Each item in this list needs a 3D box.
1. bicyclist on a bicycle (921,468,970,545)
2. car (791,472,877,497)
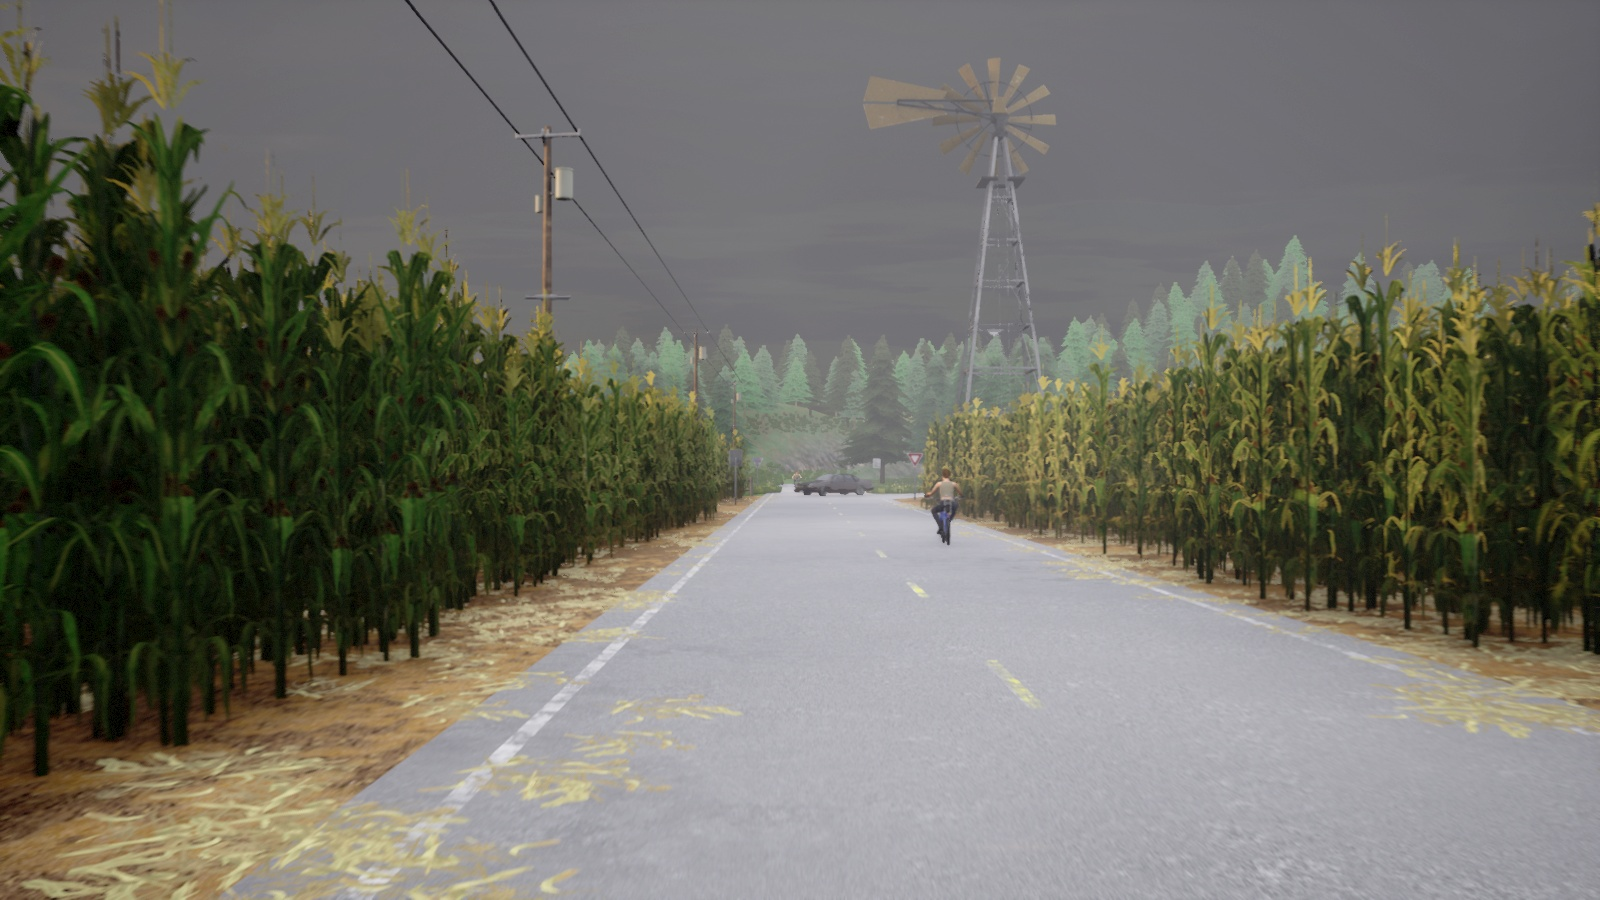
[{"bbox_3d":[3.133,1.193,27.141,0.866,1.612,1.509,0,-1,0],"label":"bicyclist on a bicycle"},{"bbox_3d":[2.158,2.156,78.965,5.357,1.411,2.033,0,-1,-38],"label":"car"}]
